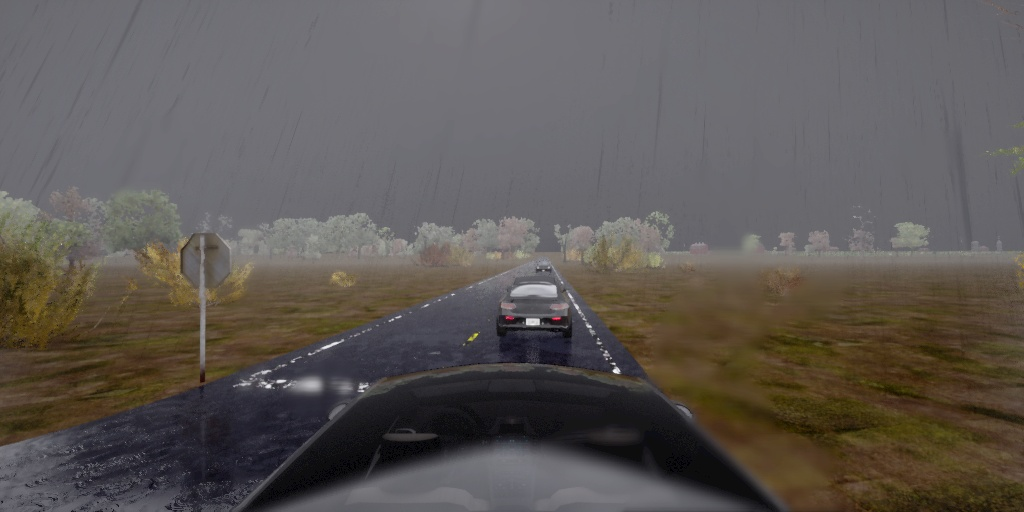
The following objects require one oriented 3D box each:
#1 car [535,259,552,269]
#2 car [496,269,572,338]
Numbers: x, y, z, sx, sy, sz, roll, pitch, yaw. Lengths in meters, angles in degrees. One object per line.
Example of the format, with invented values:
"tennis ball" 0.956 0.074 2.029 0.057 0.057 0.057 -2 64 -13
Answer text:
"car" 3.758 1.348 42.429 1.895 1.301 4.718 0 0 6
"car" 0.673 1.276 10.142 1.812 1.442 4.674 0 0 5
